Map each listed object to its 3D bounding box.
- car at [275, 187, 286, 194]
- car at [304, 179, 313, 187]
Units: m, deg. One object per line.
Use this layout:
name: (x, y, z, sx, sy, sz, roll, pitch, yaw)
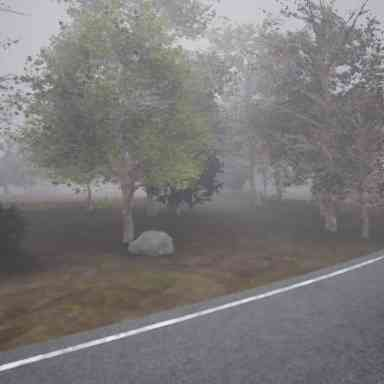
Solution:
car: (15.794, -0.543, 58.997, 2.128, 1.511, 4.902, -3, 3, 18)
car: (26.518, -2.200, 71.912, 5.566, 2.045, 2.150, -6, 3, -28)
